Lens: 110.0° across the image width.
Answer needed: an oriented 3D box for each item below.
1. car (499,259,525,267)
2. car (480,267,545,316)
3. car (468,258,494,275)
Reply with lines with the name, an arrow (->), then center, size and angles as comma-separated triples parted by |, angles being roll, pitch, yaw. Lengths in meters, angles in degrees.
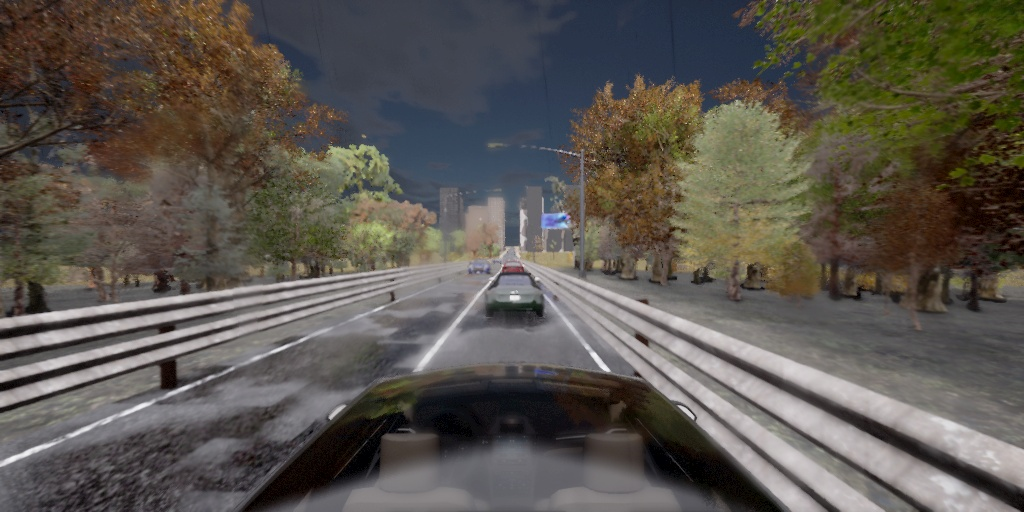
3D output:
car -> 0.095, 1.171, 31.331 | 1.882, 1.535, 5.008 | 0, 0, 0
car -> 0.094, 1.253, 13.058 | 1.994, 1.385, 4.181 | 0, 0, 0
car -> -3.341, 1.059, 37.823 | 2.097, 1.767, 4.553 | 0, 0, 0
